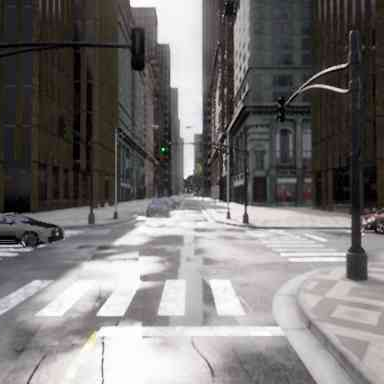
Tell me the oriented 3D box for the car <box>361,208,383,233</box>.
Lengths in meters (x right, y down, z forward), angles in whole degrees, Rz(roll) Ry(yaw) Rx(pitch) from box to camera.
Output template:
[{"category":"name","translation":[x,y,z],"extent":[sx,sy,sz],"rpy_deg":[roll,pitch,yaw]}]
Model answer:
[{"category":"car","translation":[12.237,1.654,20.334],"extent":[4.097,1.590,1.967],"rpy_deg":[0,-1,0]}]

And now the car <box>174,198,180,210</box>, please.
[{"category":"car","translation":[-3.320,1.734,48.455],"extent":[2.128,1.511,4.902],"rpy_deg":[0,0,0]}]

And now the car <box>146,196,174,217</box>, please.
[{"category":"car","translation":[-3.250,1.518,32.804],"extent":[2.097,1.767,4.553],"rpy_deg":[0,0,0]}]

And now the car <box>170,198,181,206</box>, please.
[{"category":"car","translation":[-3.317,1.932,66.673],"extent":[2.033,1.411,5.357],"rpy_deg":[0,0,0]}]

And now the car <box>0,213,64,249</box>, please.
[{"category":"car","translation":[-7.829,1.620,14.401],"extent":[4.181,1.385,1.994],"rpy_deg":[1,-1,0]}]
